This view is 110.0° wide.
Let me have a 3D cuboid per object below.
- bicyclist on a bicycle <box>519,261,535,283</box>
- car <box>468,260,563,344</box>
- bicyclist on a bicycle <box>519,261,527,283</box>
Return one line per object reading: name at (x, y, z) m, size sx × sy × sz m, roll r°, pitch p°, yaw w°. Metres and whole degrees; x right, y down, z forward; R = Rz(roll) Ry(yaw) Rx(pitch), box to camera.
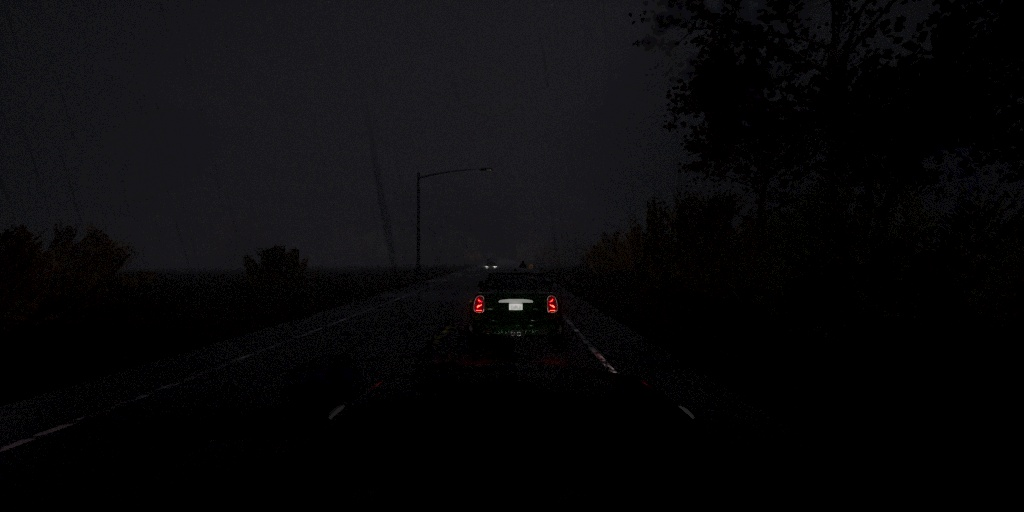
bicyclist on a bicycle at (0.903, 1.181, 17.107) m, size 0.866 × 1.612 × 1.509 m, roll 0°, pitch 0°, yaw 0°
car at (0.072, 1.099, 9.763) m, size 2.097 × 1.767 × 4.553 m, roll 0°, pitch 0°, yaw 0°
bicyclist on a bicycle at (0.840, 1.193, 27.224) m, size 0.582 × 1.620 × 1.656 m, roll 0°, pitch 0°, yaw 0°
